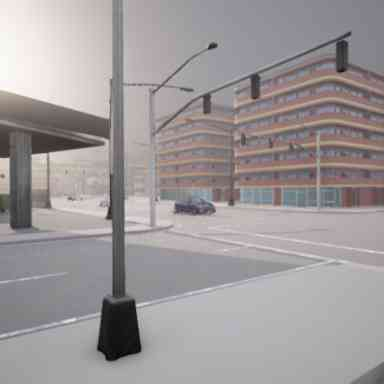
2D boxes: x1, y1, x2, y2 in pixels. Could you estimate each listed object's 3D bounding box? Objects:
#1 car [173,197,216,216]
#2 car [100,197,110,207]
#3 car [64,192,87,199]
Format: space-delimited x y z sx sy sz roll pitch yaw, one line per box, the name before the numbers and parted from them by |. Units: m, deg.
car | 0.172 1.220 31.092 2.097 1.767 4.553 -1 0 -37
car | -11.456 1.396 46.737 1.812 1.442 4.674 -1 0 -37
car | -21.007 1.052 59.725 2.128 1.511 4.902 -1 0 -37
